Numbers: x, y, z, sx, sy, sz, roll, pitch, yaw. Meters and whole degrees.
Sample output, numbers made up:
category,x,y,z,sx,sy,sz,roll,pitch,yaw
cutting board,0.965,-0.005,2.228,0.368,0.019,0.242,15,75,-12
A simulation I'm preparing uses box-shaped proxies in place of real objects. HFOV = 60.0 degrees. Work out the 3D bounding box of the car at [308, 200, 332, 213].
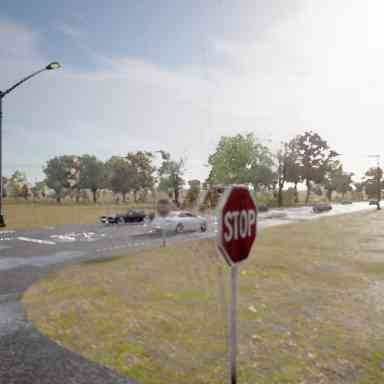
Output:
category,x,y,z,sx,sy,sz,roll,pitch,yaw
car,20.333,2.422,51.799,2.033,1.411,5.357,0,-1,36

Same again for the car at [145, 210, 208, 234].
category,x,y,z,sx,sy,sz,roll,pitch,yaw
car,-0.750,1.984,22.628,1.812,1.442,4.674,0,-1,36

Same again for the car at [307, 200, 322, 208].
category,x,y,z,sx,sy,sz,roll,pitch,yaw
car,26.971,2.623,72.923,1.837,1.490,4.892,0,-1,36

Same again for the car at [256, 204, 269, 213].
category,x,y,z,sx,sy,sz,roll,pitch,yaw
car,9.536,2.399,48.806,1.895,1.301,4.718,0,-1,36

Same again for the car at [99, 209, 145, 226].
category,x,y,z,sx,sy,sz,roll,pitch,yaw
car,-5.449,2.108,28.080,1.895,1.301,4.718,0,-1,36
